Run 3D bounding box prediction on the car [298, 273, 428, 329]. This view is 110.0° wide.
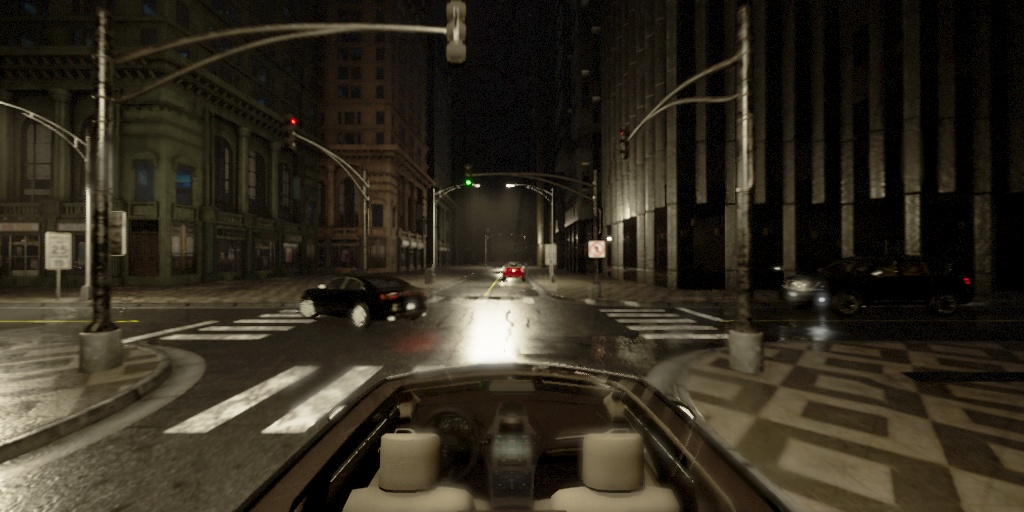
[{"bbox_3d":[-4.905,1.306,11.646,5.008,1.535,1.882,0,-2,35],"label":"car"}]

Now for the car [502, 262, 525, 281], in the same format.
[{"bbox_3d":[0.160,1.406,34.912,2.097,1.767,4.553,0,-1,0],"label":"car"}]

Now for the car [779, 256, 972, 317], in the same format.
[{"bbox_3d":[12.948,1.034,12.994,5.566,2.045,2.150,0,0,0],"label":"car"}]
